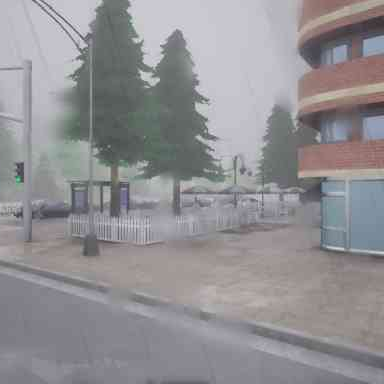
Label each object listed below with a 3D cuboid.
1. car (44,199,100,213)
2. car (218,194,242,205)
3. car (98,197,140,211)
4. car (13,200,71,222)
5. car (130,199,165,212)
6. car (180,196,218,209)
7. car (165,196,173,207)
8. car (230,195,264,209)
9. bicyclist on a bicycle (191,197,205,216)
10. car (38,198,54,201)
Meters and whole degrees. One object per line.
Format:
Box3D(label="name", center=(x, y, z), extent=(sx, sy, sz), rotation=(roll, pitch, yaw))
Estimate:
Box3D(label="car", center=(-11.254, 1.545, 31.572), extent=(1.895, 1.301, 4.718), rotation=(0, 0, 36))
Box3D(label="car", center=(6.058, 1.166, 54.934), extent=(5.566, 2.045, 2.150), rotation=(0, 0, -31))
Box3D(label="car", center=(-8.832, 1.422, 40.636), extent=(1.882, 1.535, 5.008), rotation=(0, 0, 38))
Box3D(label="car", center=(-10.962, 1.545, 25.688), extent=(1.895, 1.301, 4.718), rotation=(0, 0, 36))
Box3D(label="car", center=(-5.784, 1.545, 38.931), extent=(1.895, 1.301, 4.718), rotation=(0, 0, 37))
Box3D(label="car", center=(0.693, 1.545, 41.212), extent=(1.895, 1.301, 4.718), rotation=(0, 0, 41))
Box3D(label="car", center=(-2.237, 1.296, 48.337), extent=(4.553, 1.767, 2.097), rotation=(0, 0, -43))
Box3D(label="car", center=(7.546, 1.449, 42.985), extent=(4.892, 1.490, 1.837), rotation=(0, -1, -40))
Box3D(label="bicyclist on a bicycle", center=(0.434, 1.245, 27.308), extent=(1.656, 1.620, 0.582), rotation=(0, 0, 36))
Box3D(label="car", center=(-14.551, 1.422, 32.967), extent=(1.882, 1.535, 5.008), rotation=(0, 0, 36))
